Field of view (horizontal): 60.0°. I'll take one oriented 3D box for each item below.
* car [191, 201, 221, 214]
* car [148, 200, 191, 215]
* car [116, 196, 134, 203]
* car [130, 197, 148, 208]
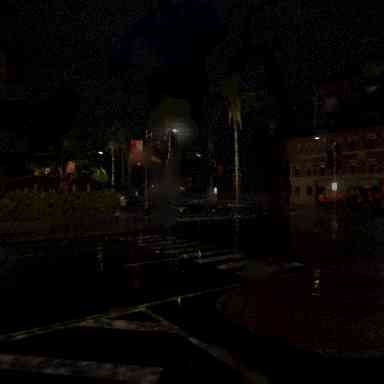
[{"bbox_3d":[0.950,1.601,35.605,1.895,1.301,4.718,0,0,-35],"label":"car"},{"bbox_3d":[-2.387,1.526,34.262,1.812,1.442,4.674,0,0,-35],"label":"car"},{"bbox_3d":[-13.876,1.522,68.680,1.812,1.442,4.674,0,0,-39],"label":"car"},{"bbox_3d":[-7.390,1.526,47.453,1.812,1.442,4.674,0,0,-35],"label":"car"}]
